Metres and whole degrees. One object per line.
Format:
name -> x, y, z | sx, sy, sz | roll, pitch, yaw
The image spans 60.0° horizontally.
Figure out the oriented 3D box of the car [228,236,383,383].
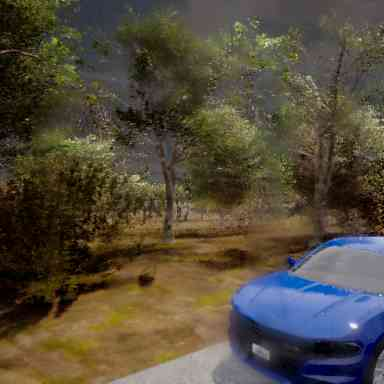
car -> 2.755, 1.486, 5.165 | 5.008, 1.535, 1.882 | 0, 0, -37
